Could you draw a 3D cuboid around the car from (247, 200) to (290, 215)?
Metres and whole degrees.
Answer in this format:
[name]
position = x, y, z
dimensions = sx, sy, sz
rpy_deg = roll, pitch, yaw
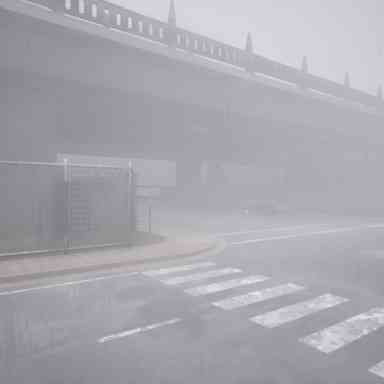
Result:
[car]
position = 7.637, 1.506, 33.564
dimensions = 2.033, 1.411, 5.357
rpy_deg = -3, 2, -21
